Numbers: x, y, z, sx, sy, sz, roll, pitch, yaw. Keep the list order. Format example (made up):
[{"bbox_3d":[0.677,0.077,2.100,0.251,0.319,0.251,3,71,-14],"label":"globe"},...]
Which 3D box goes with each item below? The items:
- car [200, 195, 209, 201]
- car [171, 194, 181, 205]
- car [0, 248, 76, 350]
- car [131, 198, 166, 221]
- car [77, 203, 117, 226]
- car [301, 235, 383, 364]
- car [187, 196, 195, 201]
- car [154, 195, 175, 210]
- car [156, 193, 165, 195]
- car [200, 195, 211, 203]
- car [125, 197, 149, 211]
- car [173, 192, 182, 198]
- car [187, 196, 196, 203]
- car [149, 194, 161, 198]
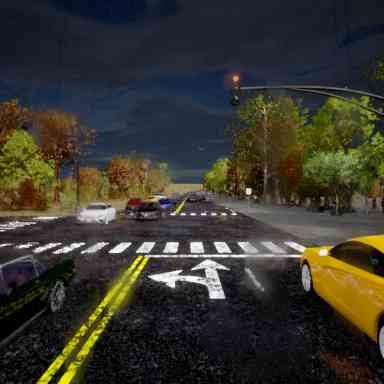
[{"bbox_3d":[3.022,1.459,81.684,2.033,1.411,5.357,0,0,0],"label":"car"},{"bbox_3d":[-3.488,1.554,60.124,2.033,1.411,5.357,0,0,0],"label":"car"},{"bbox_3d":[-3.365,1.600,4.793,1.895,1.301,4.718,0,0,0],"label":"car"},{"bbox_3d":[-3.417,1.497,26.909,1.837,1.490,4.892,0,0,0],"label":"car"},{"bbox_3d":[-6.658,1.520,23.818,1.812,1.442,4.674,0,0,0],"label":"car"},{"bbox_3d":[3.347,1.444,5.450,1.882,1.535,5.008,0,1,0],"label":"car"},{"bbox_3d":[-0.228,1.608,82.020,1.895,1.301,4.718,0,0,0],"label":"car"},{"bbox_3d":[-3.471,1.528,42.518,1.812,1.442,4.674,0,0,0],"label":"car"},{"bbox_3d":[-6.694,1.231,69.447,2.150,2.045,5.566,0,0,0],"label":"car"},{"bbox_3d":[3.073,1.506,71.529,2.128,1.511,4.902,0,0,0],"label":"car"},{"bbox_3d":[-6.710,1.480,39.981,1.882,1.535,5.008,0,0,0],"label":"car"},{"bbox_3d":[-3.460,0.940,75.393,2.150,2.045,5.566,0,0,0],"label":"car"},{"bbox_3d":[-0.159,1.567,72.197,1.994,1.385,4.181,0,0,0],"label":"car"},{"bbox_3d":[-6.743,1.483,55.373,1.882,1.535,5.008,0,0,0],"label":"car"}]
